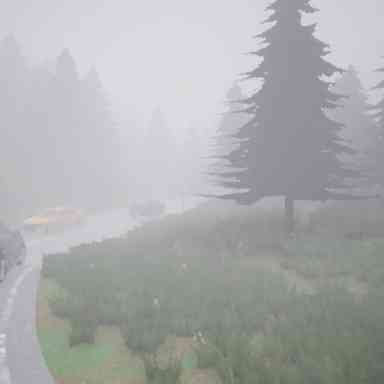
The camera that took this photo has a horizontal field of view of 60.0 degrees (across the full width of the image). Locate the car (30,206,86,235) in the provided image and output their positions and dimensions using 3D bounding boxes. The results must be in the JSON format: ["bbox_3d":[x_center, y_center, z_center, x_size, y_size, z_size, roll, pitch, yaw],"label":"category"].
[{"bbox_3d":[-9.223,1.799,22.535,1.882,1.535,5.008,0,3,16],"label":"car"}]

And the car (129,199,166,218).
[{"bbox_3d":[-3.804,1.341,29.161,1.837,1.490,4.892,0,4,17],"label":"car"}]

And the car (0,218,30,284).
[{"bbox_3d":[-6.431,1.561,9.956,2.097,1.767,4.553,2,-3,-19],"label":"car"}]
